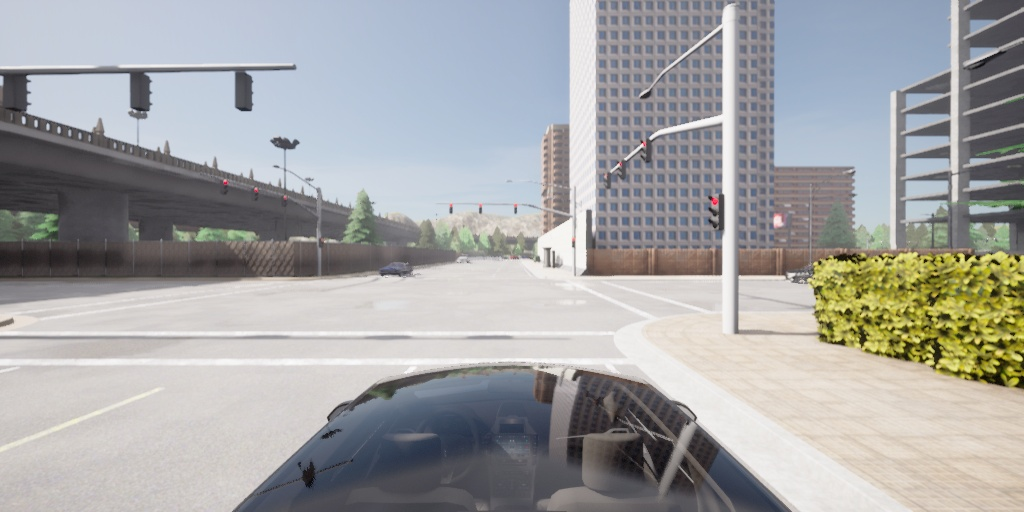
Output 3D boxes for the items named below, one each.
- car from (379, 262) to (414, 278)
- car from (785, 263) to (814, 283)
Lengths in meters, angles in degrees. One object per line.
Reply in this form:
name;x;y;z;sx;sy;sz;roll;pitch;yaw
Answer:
car;-10.506;1.253;32.845;1.895;1.301;4.718;0;0;0
car;21.980;1.207;25.157;4.902;1.511;2.128;0;0;0
